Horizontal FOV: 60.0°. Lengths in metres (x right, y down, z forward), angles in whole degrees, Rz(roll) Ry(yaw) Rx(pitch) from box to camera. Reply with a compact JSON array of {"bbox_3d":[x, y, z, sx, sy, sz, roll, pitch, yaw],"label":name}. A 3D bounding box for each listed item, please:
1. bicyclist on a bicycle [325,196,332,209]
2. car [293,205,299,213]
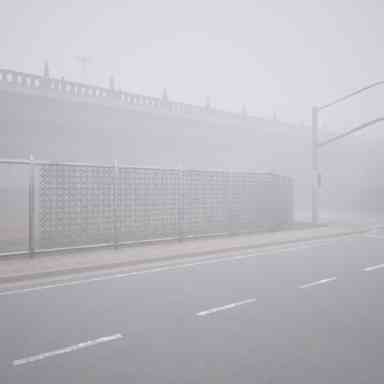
[{"bbox_3d":[17.735,1.356,43.290,1.656,1.620,0.582,0,0,-36],"label":"bicyclist on a bicycle"},{"bbox_3d":[9.269,1.656,36.248,1.895,1.301,4.718,0,0,-36],"label":"car"}]
